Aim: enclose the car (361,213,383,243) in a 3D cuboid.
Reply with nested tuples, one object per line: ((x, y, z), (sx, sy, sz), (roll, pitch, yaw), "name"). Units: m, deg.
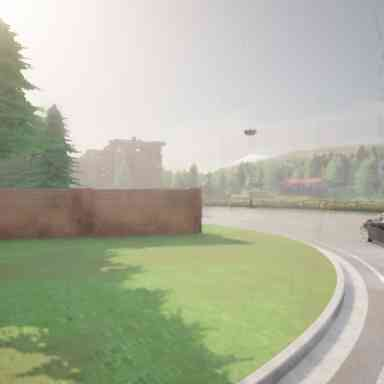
((8.603, 1.554, 13.706), (2.128, 1.511, 4.902), (0, 0, 9), "car")
